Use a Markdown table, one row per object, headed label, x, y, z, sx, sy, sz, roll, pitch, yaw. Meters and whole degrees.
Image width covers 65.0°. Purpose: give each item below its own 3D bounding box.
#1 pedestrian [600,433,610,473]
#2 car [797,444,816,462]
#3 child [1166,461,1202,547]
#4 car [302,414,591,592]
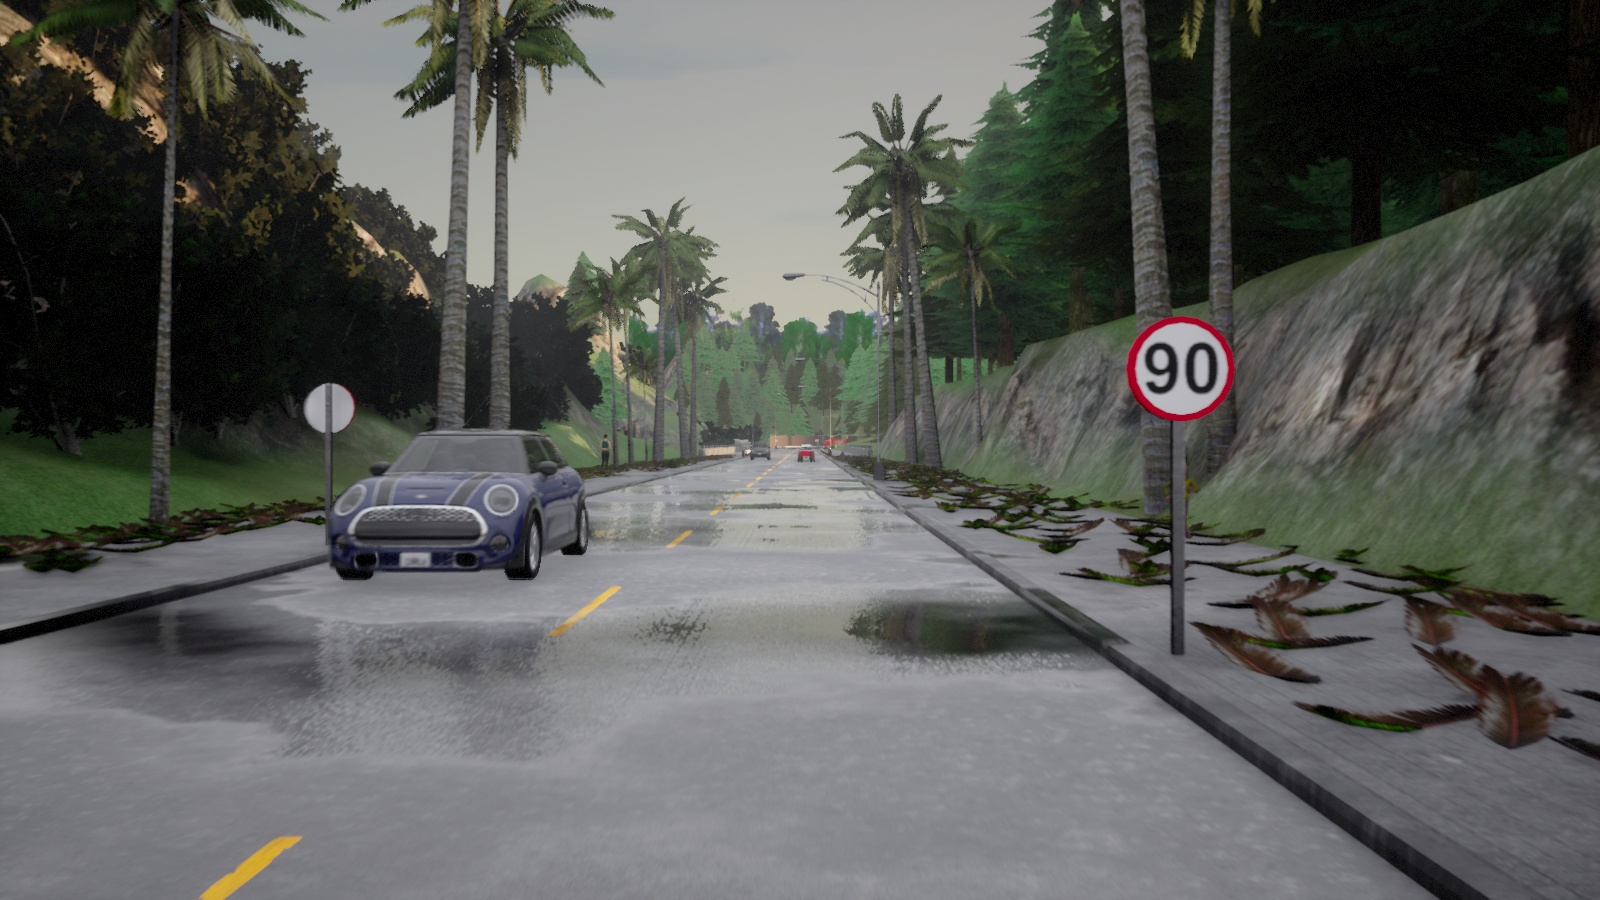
| label | x | y | z | sx | sy | sz | roll | pitch | yaw |
| --- | --- | --- | --- | --- | --- | --- | --- | --- | --- |
| pedestrian | -9.022 | 0.116 | 58.073 | 0.345 | 1.836 | 0.594 | 0 | 0 | 3 |
| car | 0.495 | 0.242 | 99.269 | 1.481 | 1.376 | 2.207 | 0 | 1 | 0 |
| child | 5.299 | 0.732 | 17.344 | 0.299 | 1.160 | 0.473 | 0 | 0 | -10 |
| car | -3.904 | 0.519 | 14.796 | 2.097 | 1.767 | 4.553 | 0 | 0 | 0 |
